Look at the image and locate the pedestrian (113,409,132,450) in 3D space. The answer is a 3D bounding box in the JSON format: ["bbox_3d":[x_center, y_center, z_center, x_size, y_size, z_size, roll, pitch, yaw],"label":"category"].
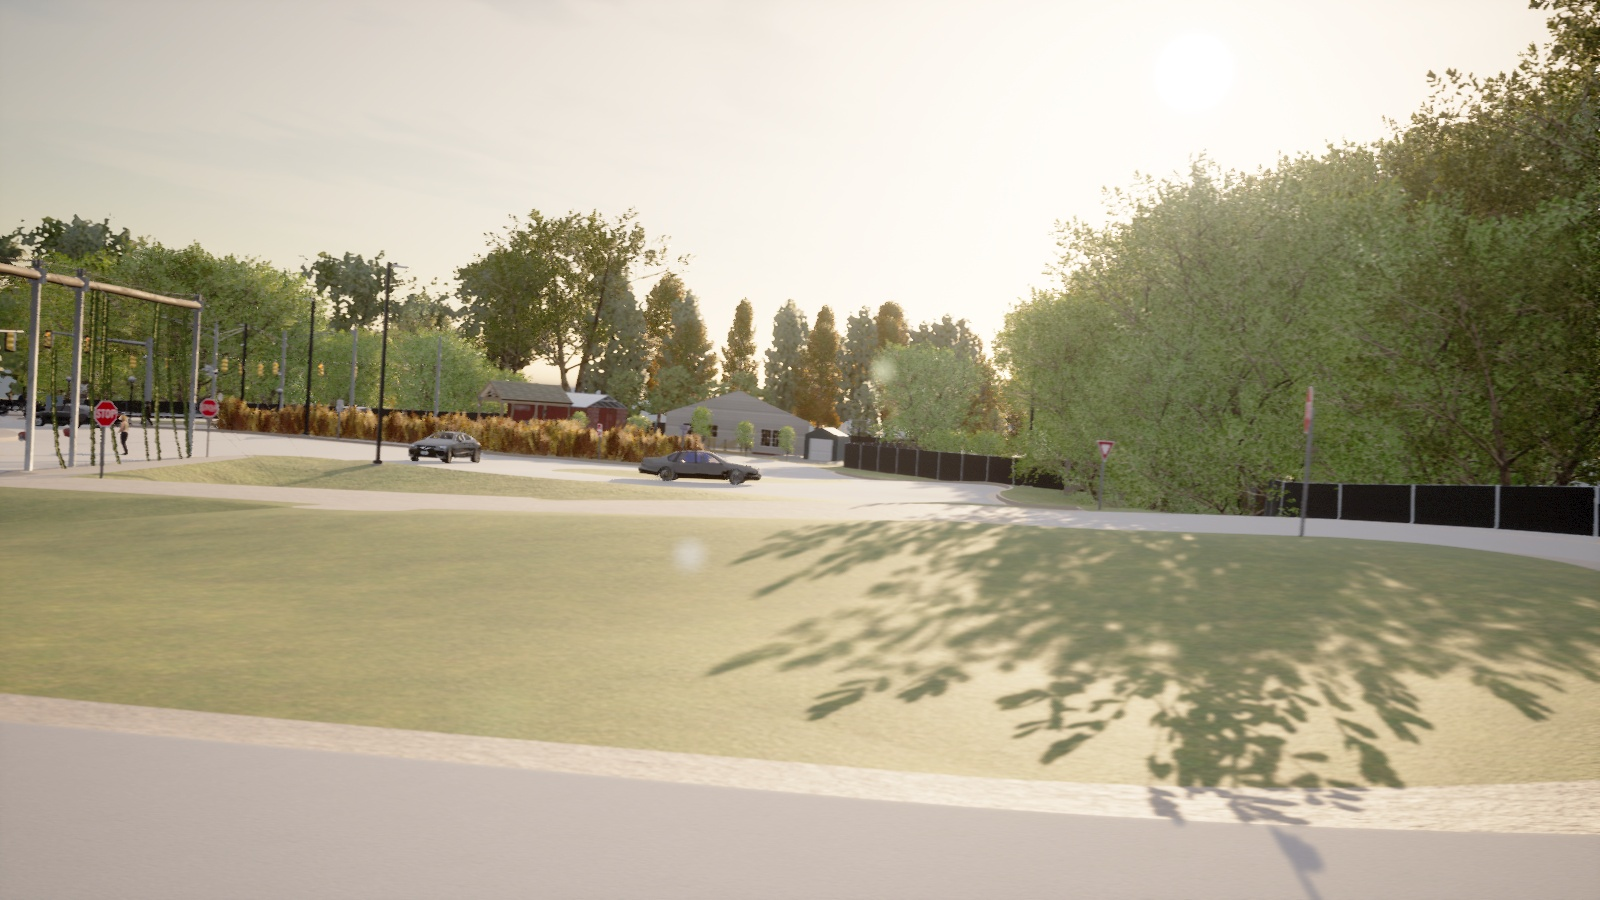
[{"bbox_3d":[-31.310,-0.939,58.021,0.594,1.836,0.345,5,2,4],"label":"pedestrian"}]

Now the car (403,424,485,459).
[{"bbox_3d":[-18.600,-0.456,65.851,2.152,1.651,5.027,4,1,9],"label":"car"}]

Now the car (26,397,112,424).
[{"bbox_3d":[-46.251,-2.496,79.438,4.892,1.490,1.837,3,2,17],"label":"car"}]

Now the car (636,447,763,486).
[{"bbox_3d":[-4.382,0.711,55.359,5.357,1.411,2.033,3,1,1],"label":"car"}]
